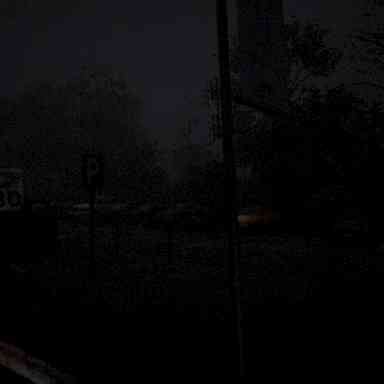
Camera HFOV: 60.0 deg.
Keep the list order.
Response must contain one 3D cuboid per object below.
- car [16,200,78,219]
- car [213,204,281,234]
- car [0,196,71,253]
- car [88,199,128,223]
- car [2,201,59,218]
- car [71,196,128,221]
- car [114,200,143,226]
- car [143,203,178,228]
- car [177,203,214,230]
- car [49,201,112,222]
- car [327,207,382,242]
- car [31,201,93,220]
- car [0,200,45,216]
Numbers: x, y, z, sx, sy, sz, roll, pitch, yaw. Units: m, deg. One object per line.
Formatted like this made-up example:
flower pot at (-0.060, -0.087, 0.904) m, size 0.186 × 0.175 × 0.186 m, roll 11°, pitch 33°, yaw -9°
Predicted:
car at (-14.236, 1.667, 33.004) m, size 1.946 × 1.575 × 5.366 m, roll 0°, pitch 0°, yaw 35°
car at (3.656, 1.535, 19.846) m, size 1.946 × 1.575 × 5.366 m, roll 0°, pitch 0°, yaw 35°
car at (-7.642, 1.315, 12.020) m, size 2.435 × 2.045 × 5.566 m, roll 0°, pitch 0°, yaw 35°
car at (-5.285, 1.608, 26.429) m, size 2.097 × 1.535 × 5.008 m, roll 0°, pitch 0°, yaw 35°
car at (-16.620, 1.712, 34.435) m, size 2.163 × 1.488 × 4.792 m, roll 0°, pitch 0°, yaw 35°
car at (-7.569, 1.374, 28.009) m, size 2.435 × 2.045 × 5.566 m, roll 0°, pitch 0°, yaw 35°
car at (-3.022, 1.590, 24.822) m, size 2.097 × 1.535 × 5.008 m, roll 0°, pitch 0°, yaw 35°
car at (-0.758, 1.574, 23.216) m, size 2.231 × 1.521 × 4.892 m, roll 0°, pitch 0°, yaw 35°
car at (1.518, 1.585, 21.628) m, size 2.163 × 1.488 × 4.792 m, roll 0°, pitch 0°, yaw 35°
car at (-9.817, 1.644, 29.633) m, size 2.231 × 1.521 × 4.892 m, roll 0°, pitch 0°, yaw 35°
car at (8.274, 1.533, 16.759) m, size 2.163 × 1.488 × 4.792 m, roll 0°, pitch 0°, yaw 35°
car at (-12.082, 1.657, 31.242) m, size 2.097 × 1.535 × 5.008 m, roll 0°, pitch 0°, yaw 35°
car at (-18.856, 1.715, 36.093) m, size 2.163 × 1.488 × 4.792 m, roll 0°, pitch 0°, yaw 35°
